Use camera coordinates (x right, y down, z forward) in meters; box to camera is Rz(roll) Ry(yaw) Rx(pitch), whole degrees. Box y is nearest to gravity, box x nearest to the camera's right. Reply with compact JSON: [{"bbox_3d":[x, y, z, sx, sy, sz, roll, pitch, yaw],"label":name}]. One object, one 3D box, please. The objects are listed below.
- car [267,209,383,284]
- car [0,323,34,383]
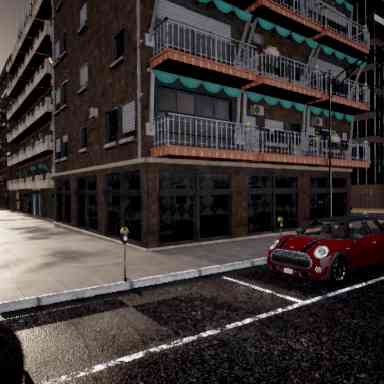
[{"bbox_3d":[4.009,1.438,9.450,4.097,1.590,1.967,0,-1,-36],"label":"car"},{"bbox_3d":[-3.173,1.492,1.109,4.902,1.511,2.128,0,0,-36],"label":"car"}]
